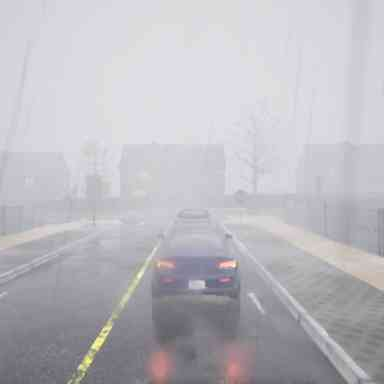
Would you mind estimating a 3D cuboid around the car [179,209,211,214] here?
[{"bbox_3d":[0.159,1.559,18.324,1.895,1.301,4.718,0,0,3],"label":"car"}]

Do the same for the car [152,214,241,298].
[{"bbox_3d":[0.081,1.503,8.308,1.812,1.442,4.674,0,0,0],"label":"car"}]
